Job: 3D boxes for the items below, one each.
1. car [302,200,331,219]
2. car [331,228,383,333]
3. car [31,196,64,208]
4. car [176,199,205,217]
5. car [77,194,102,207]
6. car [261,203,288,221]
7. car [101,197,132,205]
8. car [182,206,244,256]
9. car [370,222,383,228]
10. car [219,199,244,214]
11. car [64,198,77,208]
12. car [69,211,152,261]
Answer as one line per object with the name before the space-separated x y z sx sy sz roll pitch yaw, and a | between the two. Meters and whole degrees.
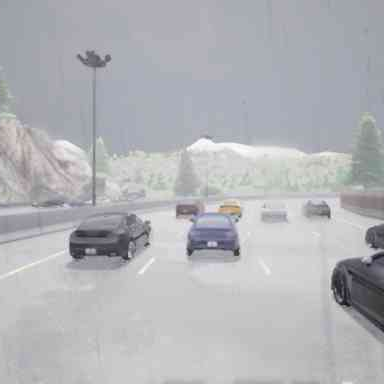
car | 10.384 1.408 27.941 2.128 1.511 4.902 0 0 13
car | 3.814 1.551 5.240 1.994 1.385 4.181 0 0 2
car | -18.480 1.298 42.963 2.128 1.511 4.902 0 0 16
car | -0.056 1.370 29.331 1.882 1.535 5.008 0 0 12
car | -11.699 1.352 41.232 1.812 1.442 4.674 0 0 16
car | 6.442 1.516 26.394 1.895 1.301 4.718 0 0 11
car | -8.519 1.402 39.579 1.994 1.385 4.181 0 0 16
car | 0.855 1.480 12.891 1.812 1.442 4.674 0 0 5
car | 7.778 1.536 11.571 1.994 1.385 4.181 0 0 5
car | 3.539 1.376 29.382 1.882 1.535 5.008 0 0 12
car | -14.387 1.160 44.433 2.097 1.767 4.553 0 0 17
car | -2.722 1.455 12.052 1.837 1.490 4.892 0 0 5
